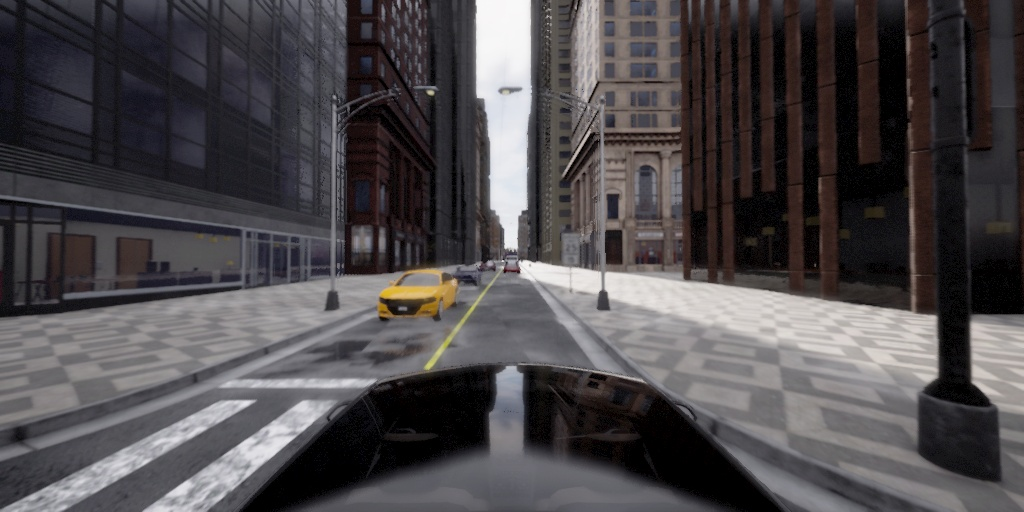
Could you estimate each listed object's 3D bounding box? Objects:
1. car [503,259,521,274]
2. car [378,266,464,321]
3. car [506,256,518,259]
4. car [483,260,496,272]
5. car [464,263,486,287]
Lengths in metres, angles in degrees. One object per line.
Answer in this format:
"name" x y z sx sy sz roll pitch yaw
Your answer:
"car" -0.020 1.325 41.709 1.994 1.385 4.181 0 0 0
"car" -3.096 1.227 12.694 1.882 1.535 5.008 0 0 0
"car" -0.025 0.996 51.878 2.150 2.045 5.566 0 0 0
"car" -3.033 1.296 46.328 1.812 1.442 4.674 0 0 0
"car" -3.100 1.352 24.495 1.895 1.301 4.718 0 0 0
